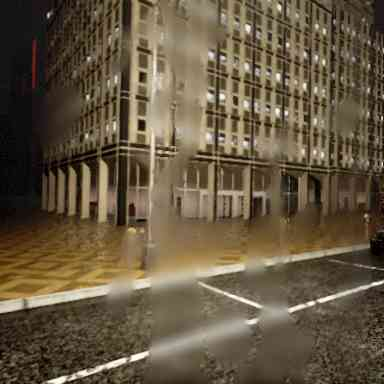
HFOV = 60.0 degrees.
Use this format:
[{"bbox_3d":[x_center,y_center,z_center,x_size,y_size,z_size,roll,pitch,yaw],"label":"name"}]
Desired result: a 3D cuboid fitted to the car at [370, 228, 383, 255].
[{"bbox_3d":[8.532,1.697,12.629,4.313,1.339,1.947,1,1,-35],"label":"car"}]
